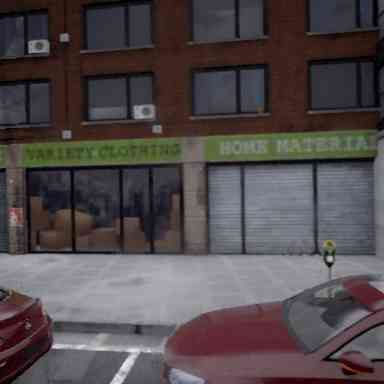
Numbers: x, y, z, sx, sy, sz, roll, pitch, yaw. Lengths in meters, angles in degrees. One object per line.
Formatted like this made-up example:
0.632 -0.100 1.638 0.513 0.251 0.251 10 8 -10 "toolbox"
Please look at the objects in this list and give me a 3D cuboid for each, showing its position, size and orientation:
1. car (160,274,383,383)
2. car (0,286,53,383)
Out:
1.798 1.508 3.155 4.206 1.307 1.802 -1 1 8 "car"
-3.808 1.622 3.928 4.206 1.307 1.802 -1 1 8 "car"
